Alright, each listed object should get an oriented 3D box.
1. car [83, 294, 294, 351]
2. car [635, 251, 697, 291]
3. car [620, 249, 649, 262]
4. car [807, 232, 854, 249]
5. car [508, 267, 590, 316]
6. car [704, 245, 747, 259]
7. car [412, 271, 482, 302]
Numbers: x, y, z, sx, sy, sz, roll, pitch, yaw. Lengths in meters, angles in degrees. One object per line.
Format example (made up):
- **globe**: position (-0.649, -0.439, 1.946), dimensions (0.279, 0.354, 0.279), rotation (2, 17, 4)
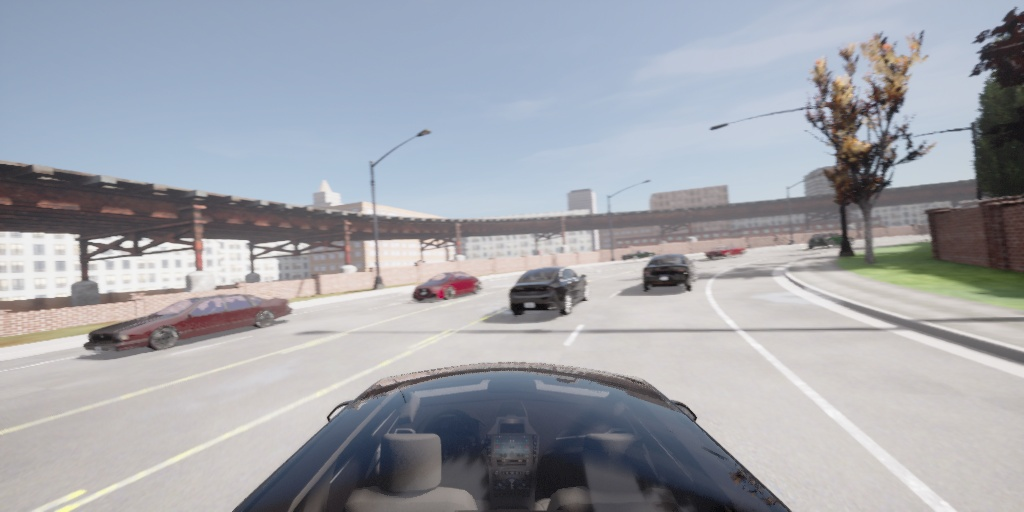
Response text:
- **car**: position (-10.411, 2.069, 12.269), dimensions (2.033, 1.411, 5.357), rotation (-4, 0, 19)
- **car**: position (7.270, 0.638, 16.434), dimensions (1.882, 1.535, 5.008), rotation (-5, 0, 30)
- **car**: position (15.807, -0.142, 45.044), dimensions (4.718, 1.301, 1.895), rotation (-5, -1, -32)
- **car**: position (34.080, -1.764, 38.364), dimensions (4.553, 1.767, 2.097), rotation (-5, 0, -17)
- **car**: position (1.467, 1.130, 12.841), dimensions (1.837, 1.490, 4.892), rotation (-5, 0, 23)
- **car**: position (21.672, -0.424, 36.299), dimensions (4.718, 1.301, 1.895), rotation (-5, -1, -31)
- **car**: position (-3.387, 1.558, 19.201), dimensions (1.994, 1.385, 4.181), rotation (-5, 0, 28)
